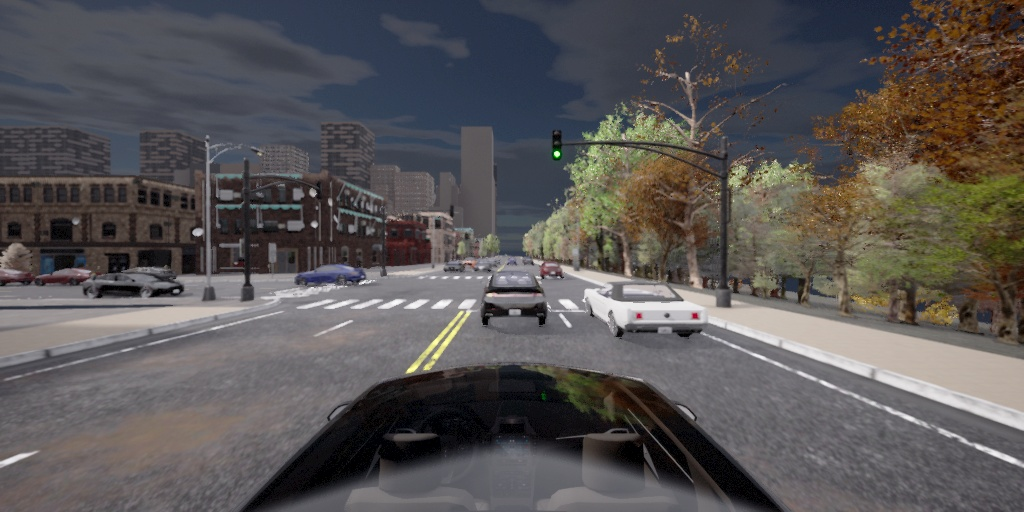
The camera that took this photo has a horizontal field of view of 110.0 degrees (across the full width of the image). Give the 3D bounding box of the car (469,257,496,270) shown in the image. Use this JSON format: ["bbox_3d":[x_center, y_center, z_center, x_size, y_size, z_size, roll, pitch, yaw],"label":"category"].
[{"bbox_3d":[-3.339,1.137,41.627,2.128,1.511,4.902,0,0,0],"label":"car"}]

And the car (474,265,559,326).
[{"bbox_3d":[-0.005,1.217,11.533,2.128,1.511,4.902,0,0,-2],"label":"car"}]

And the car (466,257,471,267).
[{"bbox_3d":[-6.562,0.958,55.981,2.097,1.767,4.553,0,0,0],"label":"car"}]

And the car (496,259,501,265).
[{"bbox_3d":[-3.308,1.095,56.869,2.128,1.511,4.902,0,0,0],"label":"car"}]

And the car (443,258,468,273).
[{"bbox_3d":[-6.588,1.210,41.182,1.994,1.385,4.181,0,0,0],"label":"car"}]

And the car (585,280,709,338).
[{"bbox_3d":[3.350,1.330,10.051,1.895,1.301,4.718,0,0,0],"label":"car"}]

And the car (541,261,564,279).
[{"bbox_3d":[3.363,1.198,31.697,1.812,1.442,4.674,0,0,0],"label":"car"}]

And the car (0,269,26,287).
[{"bbox_3d":[-39.348,1.655,27.517,4.207,1.307,1.802,0,0,0],"label":"car"}]

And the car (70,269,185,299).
[{"bbox_3d":[-19.946,1.523,18.989,4.313,1.339,1.948,0,0,0],"label":"car"}]

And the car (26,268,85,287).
[{"bbox_3d":[-33.814,1.593,27.509,4.207,1.307,1.802,0,0,0],"label":"car"}]

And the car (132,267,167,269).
[{"bbox_3d":[-28.278,1.499,27.502,4.403,1.370,2.007,0,0,0],"label":"car"}]

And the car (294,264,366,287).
[{"bbox_3d":[-12.469,1.307,24.688,4.674,1.442,1.812,-1,0,7],"label":"car"}]
